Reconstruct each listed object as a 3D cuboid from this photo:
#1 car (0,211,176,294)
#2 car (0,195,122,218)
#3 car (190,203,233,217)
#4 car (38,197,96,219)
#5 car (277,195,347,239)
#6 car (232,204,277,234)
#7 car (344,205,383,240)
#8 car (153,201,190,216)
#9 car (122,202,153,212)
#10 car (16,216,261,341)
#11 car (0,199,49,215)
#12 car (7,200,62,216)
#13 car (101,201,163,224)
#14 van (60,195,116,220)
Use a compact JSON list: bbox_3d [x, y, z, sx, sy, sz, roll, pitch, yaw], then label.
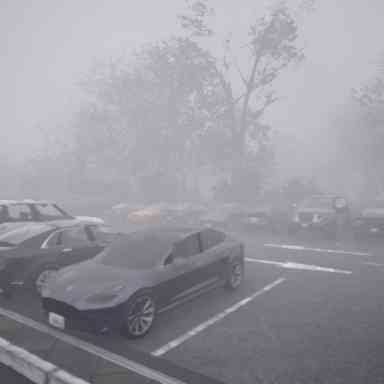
[{"bbox_3d":[-2.885,1.467,8.513,2.231,1.521,4.892,0,0,35],"label":"car"},{"bbox_3d":[-5.155,1.219,10.166,2.435,2.045,5.566,0,0,35],"label":"car"},{"bbox_3d":[2.276,1.490,20.860,2.163,1.488,4.792,0,0,35],"label":"car"},{"bbox_3d":[-11.344,1.364,30.540,2.185,1.767,4.553,0,0,35],"label":"car"},{"bbox_3d":[6.816,1.203,17.637,2.435,2.045,5.566,0,0,35],"label":"car"},{"bbox_3d":[4.580,1.486,19.295,2.163,1.488,4.792,0,0,35],"label":"car"},{"bbox_3d":[9.102,1.454,16.042,2.097,1.535,5.008,0,0,35],"label":"car"},{"bbox_3d":[0.019,1.465,22.492,2.097,1.535,5.008,0,0,35],"label":"car"},{"bbox_3d":[-2.357,1.466,23.959,1.946,1.575,5.366,0,0,35],"label":"car"},{"bbox_3d":[-0.619,1.493,6.873,2.163,1.488,4.792,0,0,35],"label":"car"},{"bbox_3d":[-18.127,1.526,35.418,2.097,1.535,5.008,-1,0,36],"label":"car"},{"bbox_3d":[-15.859,1.551,33.798,2.002,1.452,4.674,0,0,36],"label":"car"},{"bbox_3d":[-4.521,1.513,25.722,2.002,1.452,4.674,0,0,35],"label":"car"},{"bbox_3d":[-8.993,1.256,29.048,1.878,1.987,4.442,0,0,35],"label":"van"}]
